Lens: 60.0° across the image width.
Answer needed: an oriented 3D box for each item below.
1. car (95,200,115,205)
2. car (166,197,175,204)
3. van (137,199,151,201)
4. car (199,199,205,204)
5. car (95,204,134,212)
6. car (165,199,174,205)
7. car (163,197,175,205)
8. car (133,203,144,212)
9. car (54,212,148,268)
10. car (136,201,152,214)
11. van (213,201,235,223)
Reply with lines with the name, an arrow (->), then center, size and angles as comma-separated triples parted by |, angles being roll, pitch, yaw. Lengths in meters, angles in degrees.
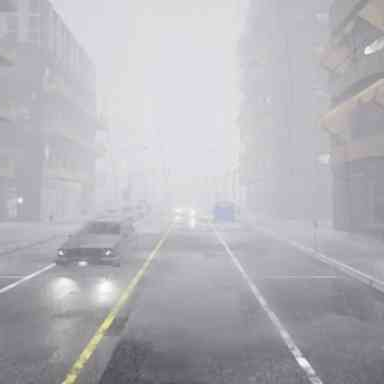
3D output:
car -> -16.490, 2.197, 62.591 | 4.097, 1.590, 1.967 | 0, -2, 0
car -> -5.671, 2.310, 89.162 | 2.192, 1.841, 5.009 | 1, -1, 0
van -> -5.808, 1.788, 39.948 | 1.690, 1.788, 3.998 | 1, -1, 0
car -> 2.704, 2.577, 89.220 | 1.802, 1.307, 4.206 | 1, -1, 0
car -> -5.643, 1.813, 23.325 | 2.008, 1.369, 4.403 | 1, -1, 0
car -> -5.676, 2.515, 83.584 | 1.802, 1.307, 4.206 | 1, -1, 0
car -> -5.673, 2.311, 78.011 | 1.967, 1.590, 4.097 | 1, -1, 0
car -> -5.643, 1.906, 28.865 | 1.802, 1.307, 4.206 | 1, -1, 0
car -> -3.098, 1.684, 12.120 | 2.033, 1.411, 5.357 | 0, -1, 0
car -> -5.643, 1.952, 34.404 | 1.947, 1.339, 4.313 | 1, -1, 0
van -> 2.708, 1.666, 28.920 | 1.690, 1.788, 3.998 | 1, -1, 0
